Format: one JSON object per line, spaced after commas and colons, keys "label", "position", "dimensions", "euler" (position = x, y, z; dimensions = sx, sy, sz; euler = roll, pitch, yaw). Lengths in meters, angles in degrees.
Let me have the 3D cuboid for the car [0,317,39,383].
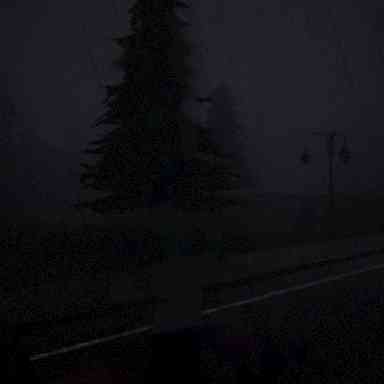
{"label": "car", "position": [-3.561, 1.551, 1.448], "dimensions": [5.357, 1.411, 2.033], "euler": [0, 0, -36]}
